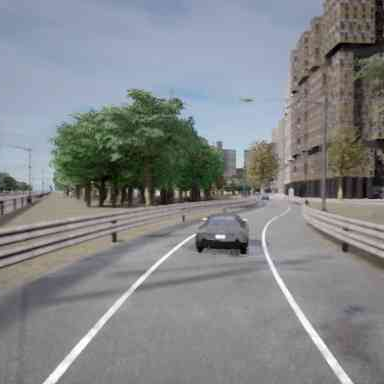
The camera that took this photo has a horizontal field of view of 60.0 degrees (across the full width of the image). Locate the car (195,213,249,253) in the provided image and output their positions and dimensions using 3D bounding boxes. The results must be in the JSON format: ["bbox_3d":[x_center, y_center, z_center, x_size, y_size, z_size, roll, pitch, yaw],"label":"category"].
[{"bbox_3d":[1.357,1.573,13.901,1.994,1.385,4.181,0,0,10],"label":"car"}]

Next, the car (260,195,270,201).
[{"bbox_3d":[19.117,1.501,87.218,1.812,1.442,4.674,0,0,2],"label":"car"}]
